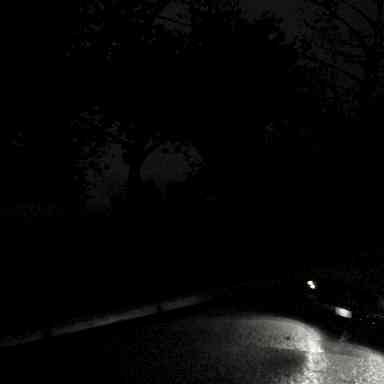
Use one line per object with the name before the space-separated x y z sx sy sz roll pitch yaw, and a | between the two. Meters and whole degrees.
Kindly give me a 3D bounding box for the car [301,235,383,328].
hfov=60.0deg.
car | 4.654 1.619 7.016 5.357 1.411 2.033 1 0 -36
